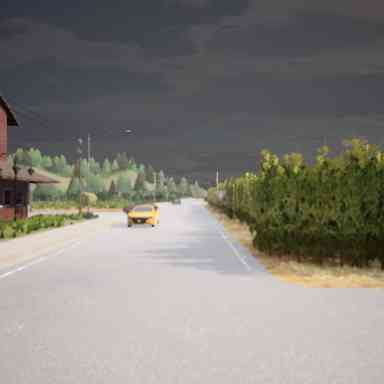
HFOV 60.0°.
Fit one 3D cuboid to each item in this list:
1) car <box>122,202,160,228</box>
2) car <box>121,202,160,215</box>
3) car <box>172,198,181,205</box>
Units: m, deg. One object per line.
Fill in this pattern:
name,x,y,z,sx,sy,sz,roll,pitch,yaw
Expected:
car,-3.510,1.709,24.658,1.882,1.535,5.008,0,-1,0
car,-6.178,1.921,39.854,4.181,1.385,1.994,0,-1,14
car,-3.504,2.226,75.331,2.128,1.511,4.902,0,-1,0
